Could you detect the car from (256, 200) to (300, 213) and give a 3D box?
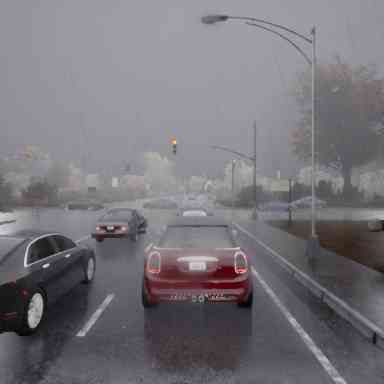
[{"bbox_3d":[9.172,1.562,36.558,4.181,1.385,1.994,0,0,0],"label":"car"}]

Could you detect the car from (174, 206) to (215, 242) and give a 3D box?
[{"bbox_3d":[0.116,1.525,17.152,1.812,1.442,4.674,0,0,0],"label":"car"}]

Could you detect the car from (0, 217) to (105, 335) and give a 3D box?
[{"bbox_3d":[-3.393,1.504,6.699,1.837,1.490,4.892,0,0,0],"label":"car"}]

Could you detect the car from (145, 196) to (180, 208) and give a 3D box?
[{"bbox_3d":[-3.944,1.562,41.002,4.181,1.385,1.994,0,0,3],"label":"car"}]

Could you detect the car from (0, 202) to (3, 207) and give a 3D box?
[{"bbox_3d":[-27.082,1.545,42.333,5.357,1.411,2.033,0,0,3],"label":"car"}]

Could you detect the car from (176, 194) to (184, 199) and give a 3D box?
[{"bbox_3d":[-3.365,1.398,95.380,1.994,1.385,4.181,0,0,1],"label":"car"}]

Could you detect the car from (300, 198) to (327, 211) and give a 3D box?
[{"bbox_3d":[13.651,1.504,39.995,4.892,1.490,1.837,0,0,3],"label":"car"}]

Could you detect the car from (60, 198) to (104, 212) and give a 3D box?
[{"bbox_3d":[-12.553,1.502,37.991,4.892,1.490,1.837,0,0,3],"label":"car"}]

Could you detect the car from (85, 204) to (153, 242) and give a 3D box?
[{"bbox_3d":[-3.387,1.547,16.358,2.033,1.411,5.357,0,0,0],"label":"car"}]

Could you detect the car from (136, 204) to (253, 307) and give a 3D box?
[{"bbox_3d":[0.107,1.352,8.112,2.097,1.767,4.553,0,0,0],"label":"car"}]

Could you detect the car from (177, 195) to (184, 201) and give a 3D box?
[{"bbox_3d":[-3.415,1.541,85.354,1.994,1.385,4.181,0,0,0],"label":"car"}]

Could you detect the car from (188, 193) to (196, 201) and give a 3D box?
[{"bbox_3d":[0.085,1.513,85.385,1.812,1.442,4.674,0,0,0],"label":"car"}]
